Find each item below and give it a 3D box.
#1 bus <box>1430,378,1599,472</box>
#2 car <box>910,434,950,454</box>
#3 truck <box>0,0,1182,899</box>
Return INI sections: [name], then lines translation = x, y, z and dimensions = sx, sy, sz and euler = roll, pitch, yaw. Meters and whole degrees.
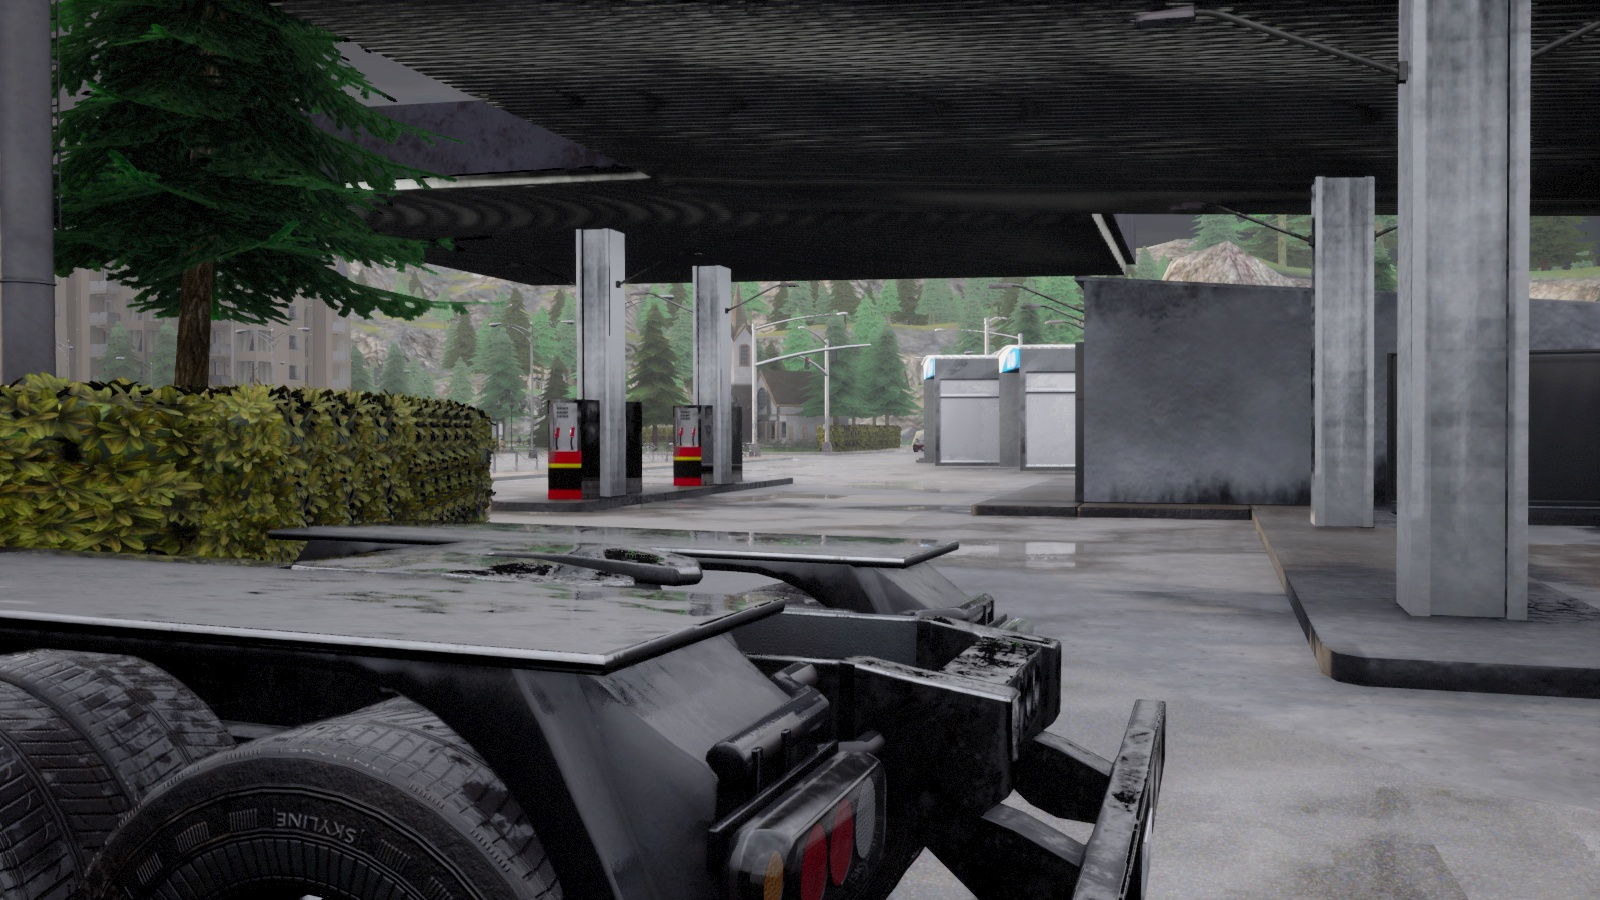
[bus]
translation = 36.529, -1.219, 62.282
dimensions = 3.944, 4.253, 10.273
euler = 1, 1, -11
[car]
translation = 10.124, -0.505, 97.460
dimensions = 2.163, 1.488, 4.792
euler = 0, 1, 17
[truck]
translation = -2.955, -0.168, 4.152
dimensions = 7.936, 3.462, 2.891
euler = 1, 0, 18
